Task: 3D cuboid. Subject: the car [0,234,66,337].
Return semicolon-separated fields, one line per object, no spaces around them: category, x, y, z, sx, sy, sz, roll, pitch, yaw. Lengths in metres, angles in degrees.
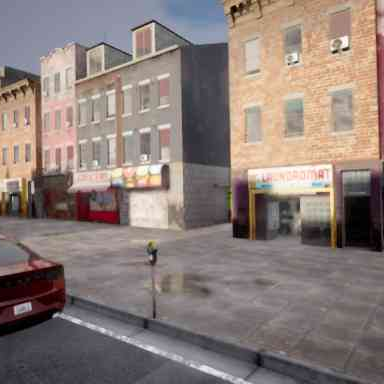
car;-4.379;1.483;6.115;5.008;1.535;1.882;0;0;36
